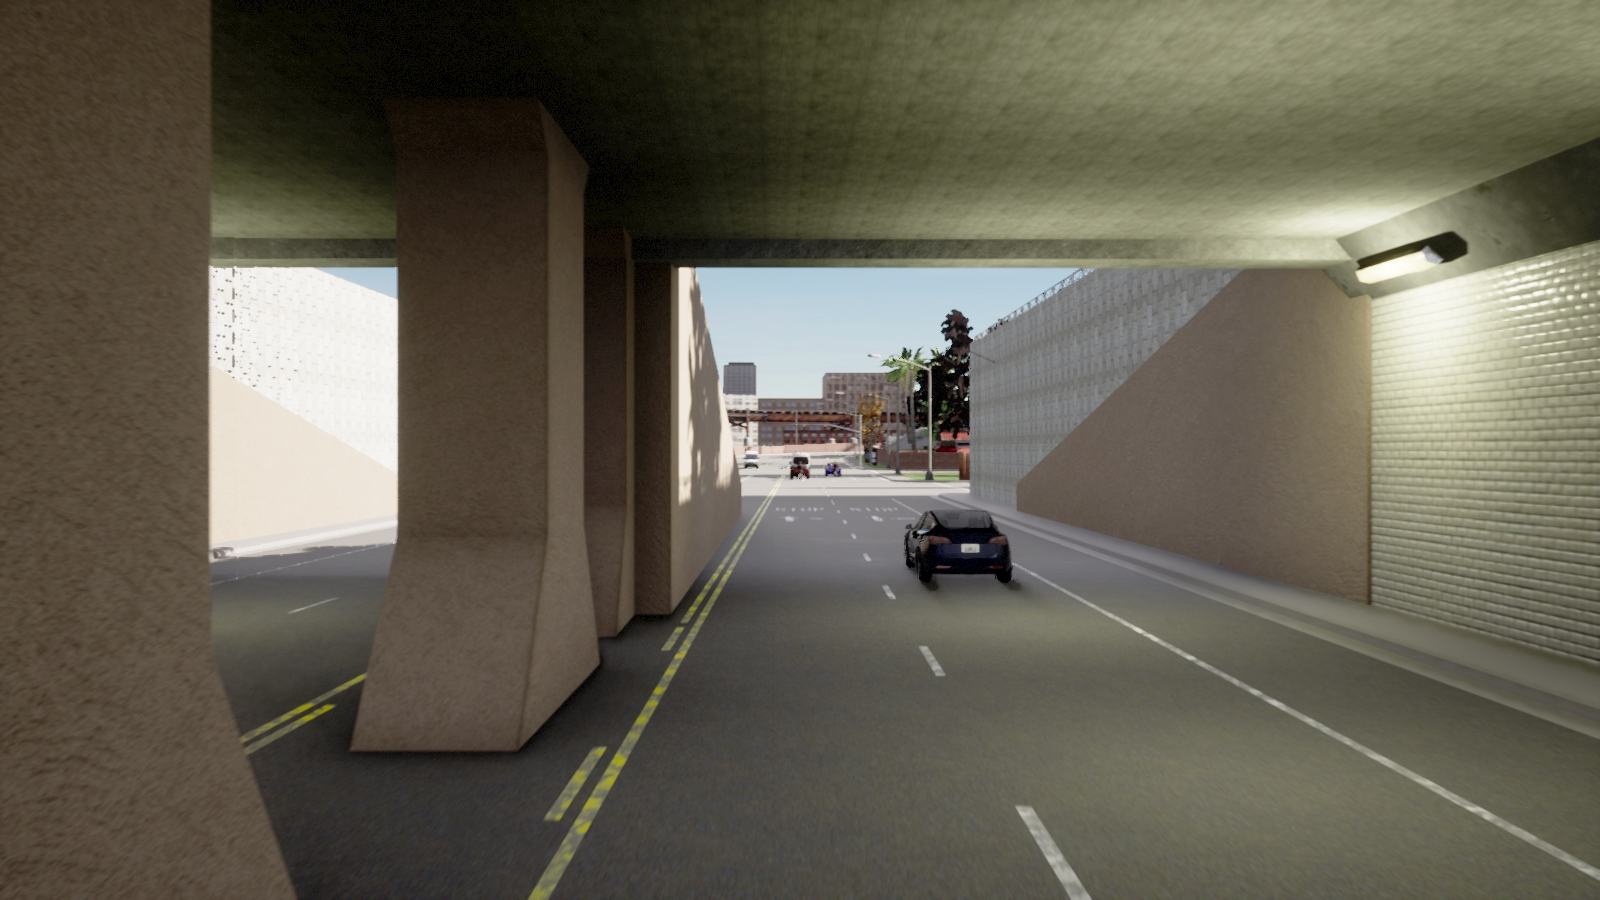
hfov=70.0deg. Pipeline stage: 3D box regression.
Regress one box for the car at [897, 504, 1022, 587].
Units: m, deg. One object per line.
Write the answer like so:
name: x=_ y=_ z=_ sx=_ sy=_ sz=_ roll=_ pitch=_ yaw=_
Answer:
car: x=3.465 y=2.063 z=25.750 sx=2.163 sy=1.488 sz=4.792 roll=0 pitch=0 yaw=0
